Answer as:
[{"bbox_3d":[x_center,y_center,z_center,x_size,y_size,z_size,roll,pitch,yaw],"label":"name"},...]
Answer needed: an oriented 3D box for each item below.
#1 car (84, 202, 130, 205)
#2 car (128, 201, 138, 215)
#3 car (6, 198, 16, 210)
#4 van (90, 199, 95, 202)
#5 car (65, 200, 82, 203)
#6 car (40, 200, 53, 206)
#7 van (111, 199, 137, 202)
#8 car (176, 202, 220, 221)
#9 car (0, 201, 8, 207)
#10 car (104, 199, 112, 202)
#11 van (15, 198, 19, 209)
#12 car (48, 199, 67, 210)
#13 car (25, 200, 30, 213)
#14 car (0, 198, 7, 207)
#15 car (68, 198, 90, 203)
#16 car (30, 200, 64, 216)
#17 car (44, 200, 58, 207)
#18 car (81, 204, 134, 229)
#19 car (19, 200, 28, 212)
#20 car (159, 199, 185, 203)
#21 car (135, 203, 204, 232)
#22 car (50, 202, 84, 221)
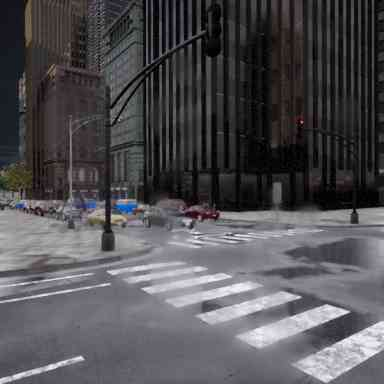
[{"bbox_3d":[-8.296,1.952,31.827,2.033,1.411,5.357,0,-1,-35],"label":"car"},{"bbox_3d":[-5.303,2.003,37.740,1.802,1.307,4.206,-1,0,-35],"label":"car"},{"bbox_3d":[-31.943,2.353,60.511,1.967,1.590,4.097,-1,0,-35],"label":"car"},{"bbox_3d":[-17.068,2.036,54.346,1.690,1.788,3.998,-1,0,-35],"label":"van"},{"bbox_3d":[-16.186,2.151,42.969,1.994,1.385,4.181,0,0,-35],"label":"car"},{"bbox_3d":[-34.732,2.659,79.173,1.947,1.339,4.313,-1,0,-35],"label":"car"},{"bbox_3d":[-8.249,1.831,41.892,1.690,1.788,3.998,-1,0,-35],"label":"van"},{"bbox_3d":[0.576,1.828,29.437,1.887,1.381,4.507,-1,0,-35],"label":"car"},{"bbox_3d":[-44.391,2.770,78.051,1.802,1.307,4.206,-1,0,-35],"label":"car"},{"bbox_3d":[-11.189,1.874,46.043,2.192,1.841,5.009,-1,0,-35],"label":"car"},{"bbox_3d":[-26.185,2.122,52.398,1.690,1.788,3.998,-1,0,-35],"label":"van"},{"bbox_3d":[-24.062,2.169,59.563,2.097,1.767,4.553,0,-1,-35],"label":"car"},{"bbox_3d":[-20.525,2.195,44.430,1.887,1.381,4.507,-1,0,-35],"label":"car"},{"bbox_3d":[-41.279,2.666,73.667,1.887,1.381,4.507,-1,0,-35],"label":"car"},{"bbox_3d":[-17.904,1.897,50.879,2.150,2.045,5.566,0,-1,-35],"label":"car"},{"bbox_3d":[-17.702,1.900,40.446,2.192,1.841,5.009,-1,0,-35],"label":"car"},{"bbox_3d":[-31.720,2.594,74.930,1.947,1.339,4.313,-1,0,-35],"label":"car"},{"bbox_3d":[-6.286,1.843,24.371,1.752,1.417,4.829,-1,0,-35],"label":"car"},{"bbox_3d":[-23.355,2.156,48.413,1.967,1.590,4.097,-1,0,-35],"label":"car"},{"bbox_3d":[-2.369,1.667,33.589,2.192,1.841,5.009,-1,0,-35],"label":"car"},{"bbox_3d":[-1.648,1.739,22.399,2.128,1.511,4.902,0,-1,-34],"label":"car"},{"bbox_3d":[-12.040,2.003,32.477,2.008,1.369,4.403,-1,0,-35],"label":"car"}]
